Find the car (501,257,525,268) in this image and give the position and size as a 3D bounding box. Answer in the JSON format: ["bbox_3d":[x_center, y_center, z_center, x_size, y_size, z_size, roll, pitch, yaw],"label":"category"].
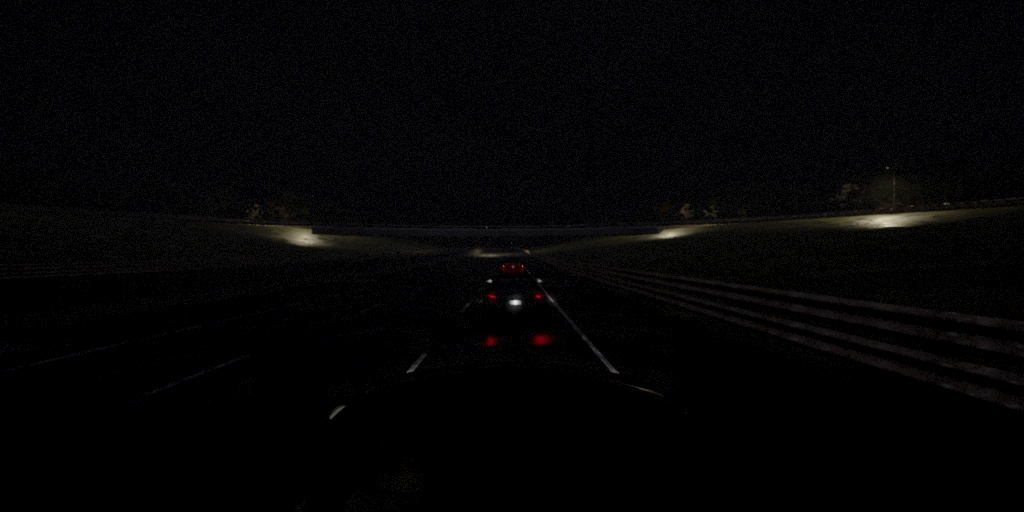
[{"bbox_3d":[0.098,0.883,31.911,2.097,1.767,4.553,0,1,0],"label":"car"}]

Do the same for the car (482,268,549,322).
[{"bbox_3d":[0.100,1.263,12.025,1.994,1.385,4.181,0,0,0],"label":"car"}]
